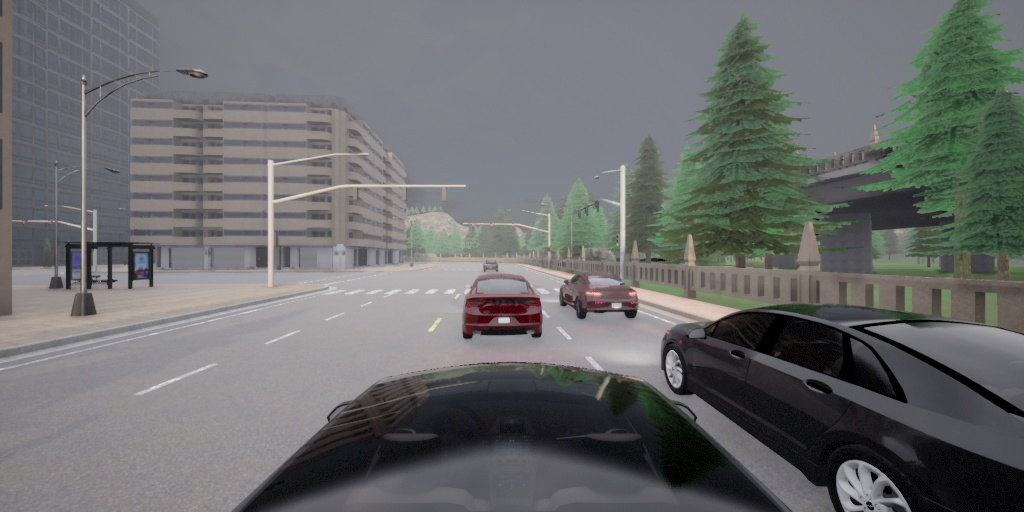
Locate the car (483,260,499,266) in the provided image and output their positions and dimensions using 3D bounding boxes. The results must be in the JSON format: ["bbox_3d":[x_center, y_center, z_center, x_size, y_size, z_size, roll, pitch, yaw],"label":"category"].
[{"bbox_3d":[-2.716,1.241,45.913,2.128,1.511,4.902,0,0,-4],"label":"car"}]

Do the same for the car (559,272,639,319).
[{"bbox_3d":[2.922,1.276,12.736,1.812,1.442,4.674,0,0,-3],"label":"car"}]

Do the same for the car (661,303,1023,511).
[{"bbox_3d":[3.258,1.255,3.746,1.837,1.490,4.892,0,0,0],"label":"car"}]

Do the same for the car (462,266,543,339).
[{"bbox_3d":[-0.340,1.228,10.161,1.882,1.535,5.008,0,0,-4],"label":"car"}]
